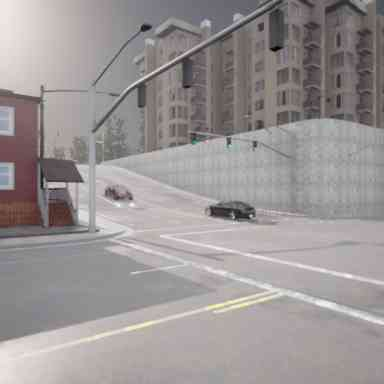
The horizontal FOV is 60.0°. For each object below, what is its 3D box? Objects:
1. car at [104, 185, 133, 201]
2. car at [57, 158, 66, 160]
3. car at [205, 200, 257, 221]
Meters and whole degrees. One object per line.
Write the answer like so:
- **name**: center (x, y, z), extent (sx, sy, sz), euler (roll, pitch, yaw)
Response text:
- **car**: center (-7.951, 0.004, 35.817), extent (1.812, 1.442, 4.674), euler (0, 9, -35)
- **car**: center (-21.439, -4.755, 54.723), extent (2.033, 1.411, 5.357), euler (0, 11, -35)
- **car**: center (3.002, 1.408, 26.765), extent (1.837, 1.490, 4.892), euler (0, 3, -36)
